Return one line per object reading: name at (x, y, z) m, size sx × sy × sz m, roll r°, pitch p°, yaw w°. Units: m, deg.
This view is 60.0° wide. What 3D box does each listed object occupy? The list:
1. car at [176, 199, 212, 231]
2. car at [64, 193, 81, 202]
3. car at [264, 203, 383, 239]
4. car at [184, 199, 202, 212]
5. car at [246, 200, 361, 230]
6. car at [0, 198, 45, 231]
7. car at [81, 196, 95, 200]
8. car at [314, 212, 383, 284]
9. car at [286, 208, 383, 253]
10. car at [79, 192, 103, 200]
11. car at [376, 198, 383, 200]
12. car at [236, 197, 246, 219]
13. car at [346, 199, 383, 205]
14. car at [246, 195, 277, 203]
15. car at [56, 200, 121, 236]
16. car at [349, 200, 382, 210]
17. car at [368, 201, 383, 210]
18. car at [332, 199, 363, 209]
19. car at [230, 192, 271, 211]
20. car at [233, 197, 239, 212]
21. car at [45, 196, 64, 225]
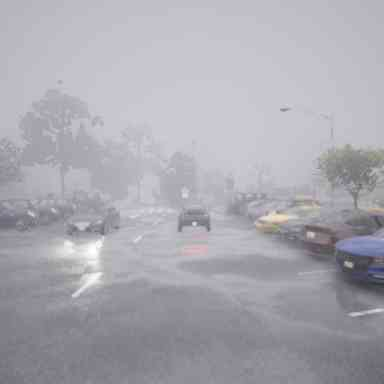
car at (0.117, 1.400, 19.912) m, size 1.837 × 1.490 × 4.892 m, roll 0°, pitch 0°, yaw 0°
car at (-10.903, 1.231, 24.696) m, size 4.553 × 1.767 × 2.185 m, roll -1°, pitch 1°, yaw -20°
car at (6.011, 1.411, 14.493) m, size 4.892 × 1.521 × 2.231 m, roll 1°, pitch 1°, yaw -20°
car at (0.162, 1.415, 36.166) m, size 1.895 × 1.301 × 4.718 m, roll 0°, pitch 0°, yaw 1°
car at (5.841, 1.390, 17.376) m, size 5.366 × 1.575 × 1.946 m, roll 1°, pitch 1°, yaw -20°
car at (-10.961, 1.263, 18.631) m, size 4.553 × 1.767 × 2.185 m, roll -1°, pitch 0°, yaw -20°
car at (-10.936, 1.342, 27.711) m, size 4.892 × 1.521 × 2.231 m, roll -1°, pitch 0°, yaw -20°
car at (6.002, 1.441, 8.578) m, size 5.008 × 1.535 × 2.097 m, roll 1°, pitch 1°, yaw -20°
car at (6.031, 1.456, 11.544) m, size 4.792 × 1.488 × 2.163 m, roll 1°, pitch 0°, yaw -20°
car at (-10.952, 1.074, 30.714) m, size 5.566 × 2.045 × 2.435 m, roll -1°, pitch 1°, yaw -20°
car at (25.470, 1.927, 42.209) m, size 2.435 × 2.045 × 5.566 m, roll 2°, pitch 1°, yaw -20°
car at (6.021, 1.365, 23.364) m, size 4.892 × 1.521 × 2.231 m, roll 1°, pitch 1°, yaw -20°
car at (22.491, 2.074, 42.036) m, size 1.946 × 1.575 × 5.366 m, roll 2°, pitch 1°, yaw -21°
car at (6.046, 1.254, 20.412) m, size 4.553 × 1.767 × 2.185 m, roll 1°, pitch 1°, yaw -20°
car at (-5.082, 1.398, 17.785) m, size 2.128 × 1.511 × 4.902 m, roll 0°, pitch 0°, yaw 0°
car at (31.451, 2.295, 60.622) m, size 1.946 × 1.575 × 5.366 m, roll 2°, pitch 0°, yaw -21°
car at (34.926, 2.431, 60.468) m, size 2.163 × 1.488 × 4.792 m, roll 2°, pitch -1°, yaw -21°
car at (28.130, 2.197, 60.402) m, size 2.231 × 1.521 × 4.892 m, roll 2°, pitch 0°, yaw -21°
car at (6.046, 1.082, 29.296) m, size 5.566 × 2.045 × 2.435 m, roll 1°, pitch 0°, yaw -20°
car at (6.017, 1.388, 26.322) m, size 4.674 × 1.452 × 2.002 m, roll 1°, pitch 0°, yaw -20°
car at (-10.966, 1.248, 21.658) m, size 4.553 × 1.767 × 2.185 m, roll -1°, pitch 0°, yaw -20°
